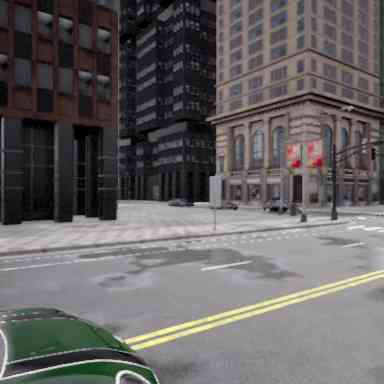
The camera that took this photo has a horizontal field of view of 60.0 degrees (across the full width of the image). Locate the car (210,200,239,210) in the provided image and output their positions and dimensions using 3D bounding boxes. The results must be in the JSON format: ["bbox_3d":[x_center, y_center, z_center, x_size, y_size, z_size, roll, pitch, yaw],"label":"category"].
[{"bbox_3d":[4.248,1.749,44.204,1.994,1.385,4.181,0,0,-36],"label":"car"}]

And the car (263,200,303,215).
[{"bbox_3d":[9.912,1.665,36.201,2.128,1.511,4.902,0,0,-35],"label":"car"}]

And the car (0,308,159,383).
[{"bbox_3d":[-2.323,1.346,1.782,4.553,1.767,2.097,0,0,-35],"label":"car"}]

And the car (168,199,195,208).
[{"bbox_3d":[-1.814,1.746,52.801,2.033,1.411,5.357,0,0,-36],"label":"car"}]
